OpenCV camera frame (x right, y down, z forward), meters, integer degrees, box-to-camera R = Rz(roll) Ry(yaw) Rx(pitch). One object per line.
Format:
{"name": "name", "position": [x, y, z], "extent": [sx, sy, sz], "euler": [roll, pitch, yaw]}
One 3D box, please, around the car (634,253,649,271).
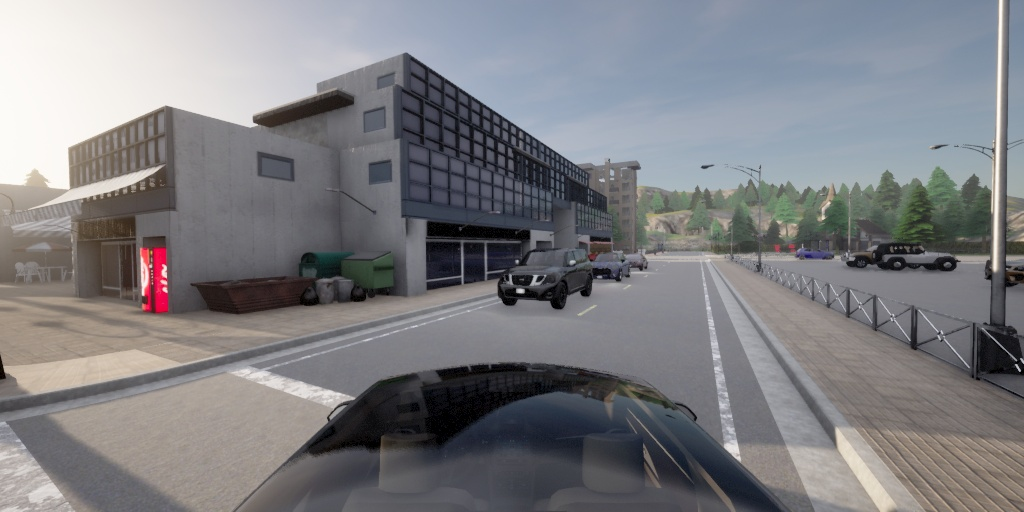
{"name": "car", "position": [10.818, 0.480, 31.718], "extent": [1.812, 1.442, 4.674], "euler": [0, 1, 28]}

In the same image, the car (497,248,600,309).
{"name": "car", "position": [1.543, 0.700, 13.921], "extent": [2.150, 2.045, 5.566], "euler": [0, 1, 27]}

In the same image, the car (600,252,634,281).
{"name": "car", "position": [6.086, 0.573, 22.645], "extent": [2.097, 1.767, 4.553], "euler": [0, 1, 28]}
